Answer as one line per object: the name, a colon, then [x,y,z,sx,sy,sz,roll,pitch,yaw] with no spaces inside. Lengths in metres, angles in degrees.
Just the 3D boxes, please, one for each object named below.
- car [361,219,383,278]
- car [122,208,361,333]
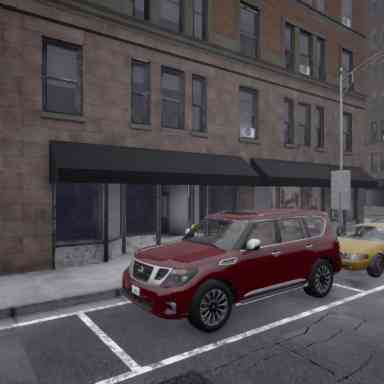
car: [5.597,1.525,10.185,4.829,1.417,1.752,0,0,-35]
car: [1.112,1.315,6.990,5.009,1.841,2.192,0,0,-35]
